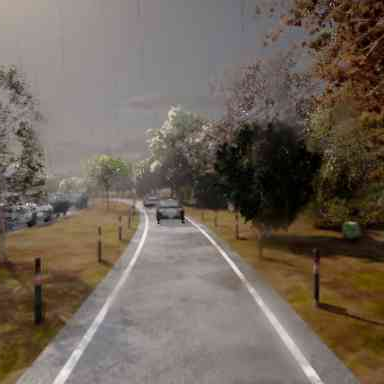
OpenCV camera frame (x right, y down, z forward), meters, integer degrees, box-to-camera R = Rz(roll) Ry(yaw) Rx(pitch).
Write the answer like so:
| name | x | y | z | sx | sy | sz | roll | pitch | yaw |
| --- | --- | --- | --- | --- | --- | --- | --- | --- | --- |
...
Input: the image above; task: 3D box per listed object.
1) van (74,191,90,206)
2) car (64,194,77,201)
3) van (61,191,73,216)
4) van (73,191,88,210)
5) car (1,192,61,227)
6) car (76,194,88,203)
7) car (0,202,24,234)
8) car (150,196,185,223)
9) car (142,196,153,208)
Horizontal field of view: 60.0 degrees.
| name | x | y | z | sx | sy | sz | roll | pitch | yaw |
| --- | --- | --- | --- | --- | --- | --- | --- | --- | --- |
| van | -15.808 | 0.918 | 47.907 | 1.878 | 1.987 | 4.442 | 1 | -1 | -16 |
| car | -28.914 | 1.358 | 78.847 | 2.231 | 1.521 | 4.892 | 2 | -2 | -28 |
| van | -10.979 | 1.009 | 26.095 | 1.878 | 1.987 | 4.442 | 1 | -1 | -10 |
| van | -12.979 | 0.941 | 37.101 | 1.878 | 1.987 | 4.442 | 1 | -1 | -14 |
| car | -10.291 | 1.028 | 20.636 | 2.435 | 2.045 | 5.566 | 1 | -1 | -9 |
| car | -19.375 | 1.163 | 58.428 | 1.946 | 1.575 | 5.366 | 1 | -1 | -19 |
| car | -9.791 | 1.362 | 15.098 | 2.002 | 1.452 | 4.674 | 0 | -1 | -5 |
| car | -1.611 | 1.285 | 23.200 | 2.128 | 1.511 | 4.902 | 0 | 1 | -8 |
| car | -5.051 | 1.170 | 41.306 | 1.994 | 1.385 | 4.181 | -1 | 1 | -13 |
